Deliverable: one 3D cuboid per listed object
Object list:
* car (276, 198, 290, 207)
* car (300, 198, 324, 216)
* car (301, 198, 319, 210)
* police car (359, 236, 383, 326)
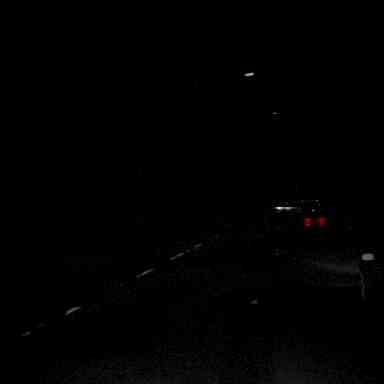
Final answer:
[{"bbox_3d":[14.244,1.610,51.806,2.033,1.411,5.357,-2,-1,18],"label":"car"},{"bbox_3d":[11.192,1.379,30.903,2.128,1.511,4.902,-2,-1,19],"label":"car"},{"bbox_3d":[14.554,1.459,41.237,1.994,1.385,4.181,-2,-1,18],"label":"car"},{"bbox_3d":[3.675,1.325,4.753,1.930,1.638,5.238,-2,-1,19],"label":"police car"}]
